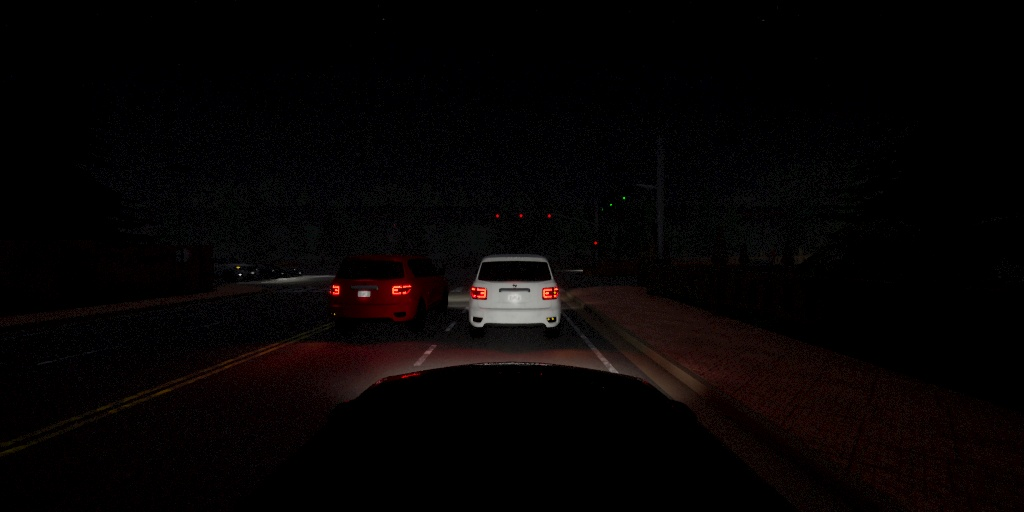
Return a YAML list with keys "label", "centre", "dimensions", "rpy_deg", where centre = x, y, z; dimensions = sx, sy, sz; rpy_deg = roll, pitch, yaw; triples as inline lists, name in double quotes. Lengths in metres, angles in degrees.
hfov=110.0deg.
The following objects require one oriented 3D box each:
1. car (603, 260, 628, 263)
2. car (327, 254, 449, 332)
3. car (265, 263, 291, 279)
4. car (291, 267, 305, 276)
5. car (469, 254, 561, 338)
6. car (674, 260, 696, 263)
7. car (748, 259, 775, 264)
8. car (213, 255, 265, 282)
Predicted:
- label: "car"
  centre: [13.595, 1.255, 49.047]
  dimensions: [4.892, 1.490, 1.837]
  rpy_deg: [0, 0, 0]
- label: "car"
  centre: [-3.418, 0.971, 10.994]
  dimensions: [2.150, 2.045, 5.566]
  rpy_deg: [0, 0, 0]
- label: "car"
  centre: [-22.562, 1.276, 31.610]
  dimensions: [4.674, 1.442, 1.812]
  rpy_deg: [0, 0, 0]
- label: "car"
  centre: [-22.963, 1.351, 35.101]
  dimensions: [4.718, 1.301, 1.895]
  rpy_deg: [0, 0, 0]
- label: "car"
  centre: [0.081, 0.971, 10.312]
  dimensions: [2.150, 2.045, 5.566]
  rpy_deg: [0, 0, 1]
- label: "car"
  centre: [23.363, 1.297, 48.985]
  dimensions: [5.357, 1.411, 2.033]
  rpy_deg: [0, 0, 0]
- label: "car"
  centre: [33.209, 1.221, 48.945]
  dimensions: [4.892, 1.490, 1.837]
  rpy_deg: [-1, 0, 0]
- label: "car"
  centre: [-22.981, 0.971, 28.044]
  dimensions: [5.566, 2.045, 2.150]
  rpy_deg: [0, 0, 2]
